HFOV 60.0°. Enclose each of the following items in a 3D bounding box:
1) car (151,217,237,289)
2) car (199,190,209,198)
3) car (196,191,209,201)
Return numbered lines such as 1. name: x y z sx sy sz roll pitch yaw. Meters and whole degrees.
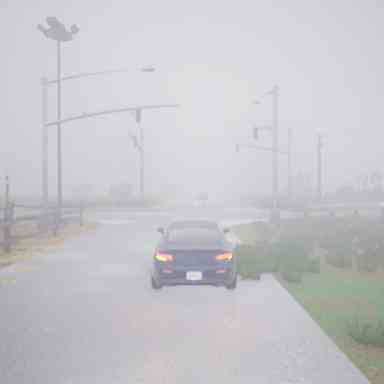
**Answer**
1. car: 0.041 1.383 8.597 1.812 1.442 4.674 0 1 0
2. car: 2.443 0.406 67.369 2.033 1.411 5.357 0 1 3
3. car: 1.642 0.597 51.577 1.882 1.535 5.008 0 1 3
